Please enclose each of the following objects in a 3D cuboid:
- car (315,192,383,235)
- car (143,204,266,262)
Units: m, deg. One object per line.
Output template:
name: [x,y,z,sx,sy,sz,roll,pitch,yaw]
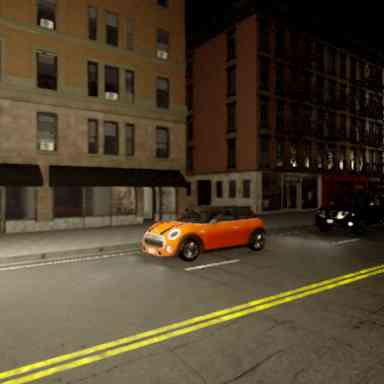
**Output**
car: [9.046,1.055,17.995,5.566,2.045,2.150,-1,0,-35]
car: [0.528,1.283,12.007,4.553,1.767,2.097,-1,0,-35]
